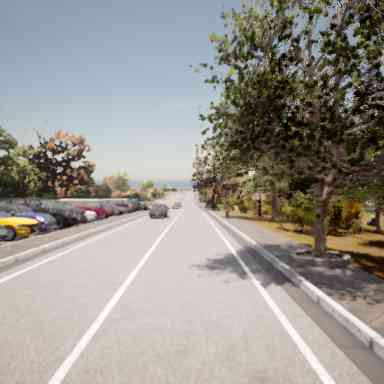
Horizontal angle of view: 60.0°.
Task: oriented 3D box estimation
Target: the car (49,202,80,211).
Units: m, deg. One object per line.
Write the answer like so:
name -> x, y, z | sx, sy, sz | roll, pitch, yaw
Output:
car -> -23.423, 2.677, 61.202 | 5.008, 1.535, 2.097 | 0, -2, 0

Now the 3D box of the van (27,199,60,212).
van -> -23.544, 2.148, 52.905 | 4.442, 1.987, 1.878 | 0, -2, 0

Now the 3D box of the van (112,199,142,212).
van -> -10.231, 2.145, 52.762 | 4.442, 1.987, 1.878 | 0, -2, 0

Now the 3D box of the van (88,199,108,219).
van -> -10.462, 1.633, 30.575 | 4.442, 1.987, 1.878 | 0, -1, 0

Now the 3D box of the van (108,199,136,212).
van -> -10.230, 1.916, 44.453 | 4.442, 1.987, 1.878 | 0, -1, 0

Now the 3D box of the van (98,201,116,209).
van -> -23.324, 3.566, 91.678 | 4.442, 1.987, 1.878 | 0, -2, 0

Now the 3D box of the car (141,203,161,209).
car -> -10.323, 3.514, 83.271 | 4.792, 1.488, 2.163 | 0, -2, 0

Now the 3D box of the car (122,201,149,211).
car -> -10.318, 2.549, 61.082 | 4.553, 1.767, 2.185 | 0, -2, 0

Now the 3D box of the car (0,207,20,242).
car -> -10.349, 1.545, 13.925 | 4.892, 1.521, 2.231 | 0, -1, 0

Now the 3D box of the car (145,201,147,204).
car -> -10.351, 2.512, 55.527 | 4.674, 1.452, 2.002 | 0, -2, 0

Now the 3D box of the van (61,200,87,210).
van -> -23.546, 2.649, 66.622 | 4.442, 1.987, 1.878 | 0, -2, 0

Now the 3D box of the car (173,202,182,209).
car -> -3.331, 2.960, 75.193 | 2.097, 1.767, 4.553 | 0, -2, 0

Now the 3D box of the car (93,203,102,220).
car -> -10.347, 1.842, 27.794 | 4.674, 1.452, 2.002 | 0, -1, 0

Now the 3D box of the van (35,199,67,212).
van -> -23.545, 2.245, 55.548 | 4.442, 1.987, 1.878 | 0, -2, 0

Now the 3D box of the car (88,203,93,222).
car -> -10.374, 1.775, 25.019 | 4.792, 1.488, 2.163 | 0, -1, 0

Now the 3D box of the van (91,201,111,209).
van -> -23.548, 3.360, 86.126 | 4.442, 1.987, 1.878 | 0, -2, 0

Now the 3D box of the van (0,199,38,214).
van -> -23.310, 1.917, 44.614 | 4.442, 1.987, 1.878 | 0, -1, 0

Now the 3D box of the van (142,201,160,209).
van -> -10.469, 3.360, 86.055 | 4.442, 1.987, 1.878 | 0, -2, 0

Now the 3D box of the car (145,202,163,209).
car -> -10.384, 3.665, 91.597 | 4.553, 1.767, 2.185 | 0, -2, 0

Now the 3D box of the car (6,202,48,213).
car -> -23.432, 2.199, 47.379 | 5.008, 1.535, 2.097 | 0, -1, 0

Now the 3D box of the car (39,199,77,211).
car -> -23.400, 2.320, 58.318 | 5.566, 2.045, 2.435 | 0, -2, 0

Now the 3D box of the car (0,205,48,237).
car -> -10.350, 1.585, 16.697 | 5.008, 1.535, 2.097 | 0, -1, 0

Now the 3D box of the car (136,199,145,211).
car -> -10.376, 2.018, 49.989 | 5.566, 2.045, 2.435 | 0, -2, 0

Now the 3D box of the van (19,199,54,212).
van -> -23.311, 2.042, 50.004 | 4.442, 1.987, 1.878 | 0, -2, 0

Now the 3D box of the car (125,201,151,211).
car -> -10.318, 2.650, 63.856 | 4.553, 1.767, 2.185 | 0, -2, 0

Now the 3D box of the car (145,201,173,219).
car -> -3.367, 1.961, 34.580 | 1.837, 1.490, 4.892 | 0, -1, 0

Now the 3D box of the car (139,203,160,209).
car -> -10.322, 3.412, 80.497 | 4.792, 1.488, 2.163 | 0, -2, 0

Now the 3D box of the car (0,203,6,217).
car -> -23.420, 1.975, 36.301 | 4.892, 1.521, 2.231 | 0, -1, 0

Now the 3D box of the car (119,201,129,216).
car -> -10.316, 2.058, 38.896 | 4.792, 1.488, 2.163 | 0, -1, 0

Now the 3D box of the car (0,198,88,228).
car -> -10.316, 1.437, 22.249 | 5.566, 2.045, 2.435 | 0, -1, 0

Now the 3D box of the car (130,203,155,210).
car -> -10.344, 2.979, 69.400 | 4.892, 1.521, 2.231 | 0, -2, 0

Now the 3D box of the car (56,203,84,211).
car -> -23.427, 2.818, 63.970 | 4.674, 1.452, 2.002 | 0, -2, 0

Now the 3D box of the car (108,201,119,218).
car -> -10.351, 1.915, 33.346 | 5.008, 1.535, 2.097 | 0, -1, 0

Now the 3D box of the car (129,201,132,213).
car -> -10.349, 2.125, 41.672 | 4.674, 1.452, 2.002 | 0, -1, 0

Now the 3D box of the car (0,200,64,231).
car -> -10.375, 1.509, 19.475 | 4.553, 1.767, 2.185 | 0, -1, 0

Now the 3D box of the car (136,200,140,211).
car -> -10.377, 2.228, 47.230 | 4.792, 1.488, 2.163 | 0, -2, 0

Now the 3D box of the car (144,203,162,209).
car -> -10.382, 3.716, 88.820 | 4.792, 1.488, 2.163 | 0, -2, 0
